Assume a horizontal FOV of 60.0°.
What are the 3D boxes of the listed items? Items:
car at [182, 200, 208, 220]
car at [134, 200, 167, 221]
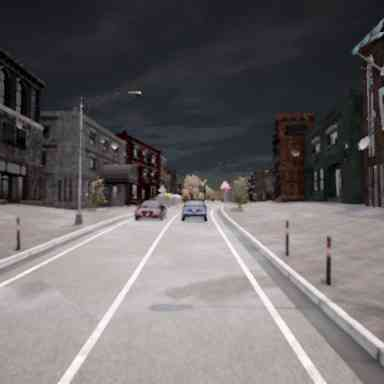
[{"bbox_3d":[0.227,1.296,24.819,2.033,1.411,5.357,0,0,2],"label":"car"},{"bbox_3d":[-2.945,1.316,24.373,1.994,1.385,4.181,0,0,2],"label":"car"}]
